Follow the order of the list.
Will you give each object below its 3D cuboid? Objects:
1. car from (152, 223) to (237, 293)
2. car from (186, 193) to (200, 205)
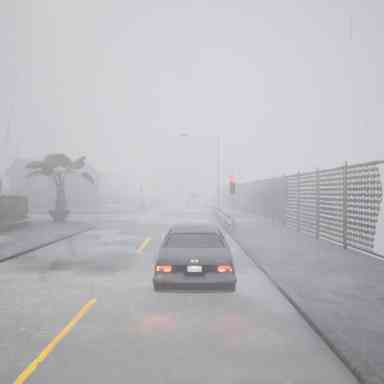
[{"bbox_3d":[0.072,1.547,8.996,2.033,1.411,5.357,0,0,1],"label":"car"},{"bbox_3d":[0.156,1.221,57.102,2.150,2.045,5.566,0,0,0],"label":"car"}]
